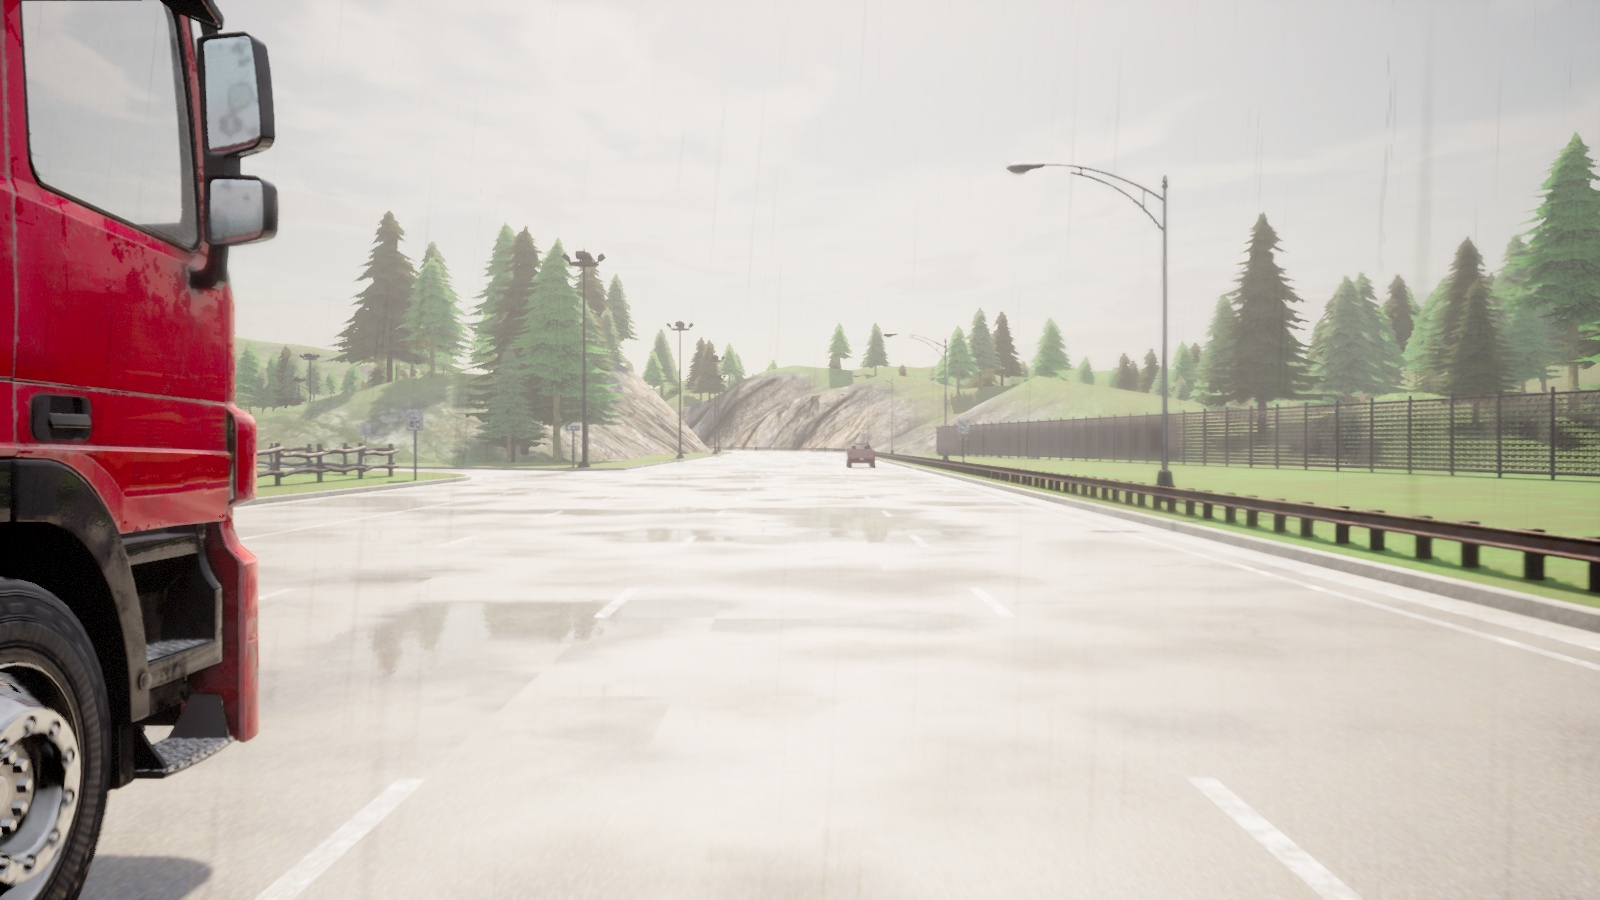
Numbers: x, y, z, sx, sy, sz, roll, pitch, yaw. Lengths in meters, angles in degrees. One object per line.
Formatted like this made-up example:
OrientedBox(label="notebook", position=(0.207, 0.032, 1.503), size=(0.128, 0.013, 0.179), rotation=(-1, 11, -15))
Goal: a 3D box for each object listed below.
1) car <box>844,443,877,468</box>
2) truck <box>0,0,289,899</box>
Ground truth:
OrientedBox(label="car", position=(3.676, 0.328, 76.589), size=(1.845, 1.501, 3.633), rotation=(0, 0, 0))
OrientedBox(label="truck", position=(-3.475, -0.244, 0.977), size=(2.891, 3.462, 7.936), rotation=(0, 0, 0))
